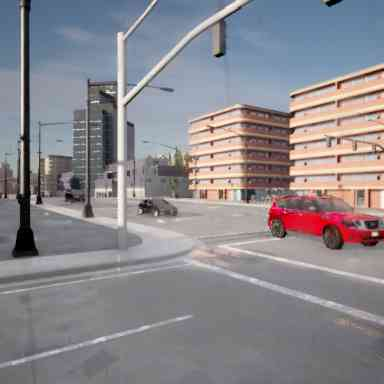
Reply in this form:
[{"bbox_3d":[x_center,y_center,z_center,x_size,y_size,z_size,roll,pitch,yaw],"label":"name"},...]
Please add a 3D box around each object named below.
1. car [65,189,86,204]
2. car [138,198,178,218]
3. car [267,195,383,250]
[{"bbox_3d":[-17.198,0.602,49.238,2.150,2.045,5.566,0,1,-34],"label":"car"},{"bbox_3d":[-2.993,1.317,28.380,1.837,1.490,4.892,0,1,-34],"label":"car"},{"bbox_3d":[5.578,1.173,14.592,2.150,2.045,5.566,0,0,-23],"label":"car"}]
